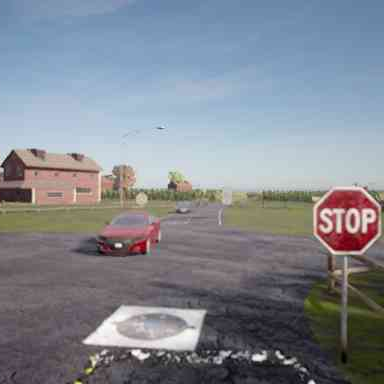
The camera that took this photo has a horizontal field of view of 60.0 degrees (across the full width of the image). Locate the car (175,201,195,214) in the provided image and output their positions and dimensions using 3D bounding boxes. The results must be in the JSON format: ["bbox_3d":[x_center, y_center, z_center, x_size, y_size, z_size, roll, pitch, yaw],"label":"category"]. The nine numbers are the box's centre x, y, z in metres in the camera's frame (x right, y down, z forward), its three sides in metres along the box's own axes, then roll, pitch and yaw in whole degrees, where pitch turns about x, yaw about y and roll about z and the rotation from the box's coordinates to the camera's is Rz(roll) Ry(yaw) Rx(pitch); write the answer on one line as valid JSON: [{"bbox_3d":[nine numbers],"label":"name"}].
[{"bbox_3d":[-0.815,1.867,39.769,1.812,1.442,4.674,0,0,5],"label":"car"}]

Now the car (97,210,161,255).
[{"bbox_3d":[-2.462,1.574,14.029,1.882,1.535,5.008,1,0,2],"label":"car"}]
